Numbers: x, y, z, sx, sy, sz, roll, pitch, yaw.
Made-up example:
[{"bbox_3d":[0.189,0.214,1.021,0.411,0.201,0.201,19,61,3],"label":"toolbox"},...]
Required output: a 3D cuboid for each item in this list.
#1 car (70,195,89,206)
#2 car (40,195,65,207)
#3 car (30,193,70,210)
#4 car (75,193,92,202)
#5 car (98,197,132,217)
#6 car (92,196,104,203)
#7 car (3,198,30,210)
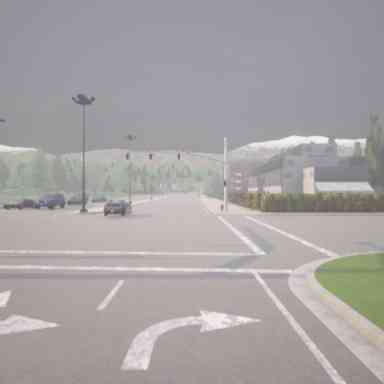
[{"bbox_3d":[-18.637,1.581,53.907,1.895,1.301,4.718,0,0,0],"label":"car"},{"bbox_3d":[-22.139,1.332,52.889,2.097,1.767,4.553,0,0,0],"label":"car"},{"bbox_3d":[-18.633,1.205,43.943,2.150,2.045,5.566,0,0,1],"label":"car"},{"bbox_3d":[-22.067,1.197,65.538,2.150,2.045,5.566,0,0,0],"label":"car"},{"bbox_3d":[-6.943,1.480,31.449,2.128,1.511,4.902,0,0,0],"label":"car"},{"bbox_3d":[-18.561,1.523,66.703,2.033,1.411,5.357,0,0,0],"label":"car"},{"bbox_3d":[-22.105,1.531,43.261,2.033,1.411,5.357,0,0,3],"label":"car"}]
